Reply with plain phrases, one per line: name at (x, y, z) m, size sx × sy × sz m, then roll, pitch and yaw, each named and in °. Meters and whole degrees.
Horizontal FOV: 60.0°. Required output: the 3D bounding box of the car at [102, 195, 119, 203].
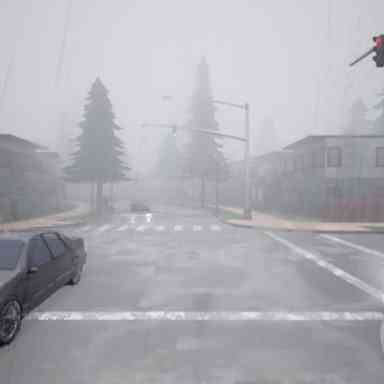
car at (-14.102, 1.144, 56.679) m, size 1.895 × 1.301 × 4.718 m, roll 0°, pitch 0°, yaw -33°

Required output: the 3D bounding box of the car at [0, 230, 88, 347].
car at (-3.570, 1.494, 6.459) m, size 2.033 × 1.411 × 5.357 m, roll 0°, pitch 1°, yaw -1°

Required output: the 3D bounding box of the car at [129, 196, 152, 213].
car at (-5.013, 1.226, 32.448) m, size 1.837 × 1.490 × 4.892 m, roll 0°, pitch 1°, yaw -9°
